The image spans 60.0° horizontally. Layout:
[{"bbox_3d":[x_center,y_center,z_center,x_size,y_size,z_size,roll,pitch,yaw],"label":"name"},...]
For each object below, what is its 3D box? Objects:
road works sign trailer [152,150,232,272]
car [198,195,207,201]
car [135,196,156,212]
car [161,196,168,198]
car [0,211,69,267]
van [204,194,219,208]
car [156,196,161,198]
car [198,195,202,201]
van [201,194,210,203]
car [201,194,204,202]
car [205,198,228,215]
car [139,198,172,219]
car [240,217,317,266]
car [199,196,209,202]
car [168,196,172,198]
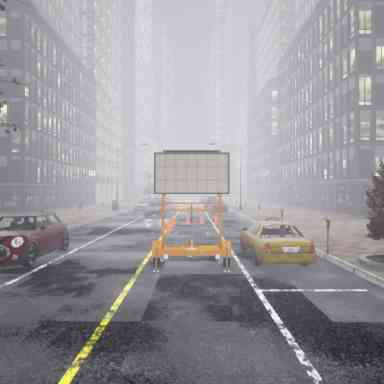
[{"bbox_3d":[-0.008,0.463,10.729,2.380,3.560,2.880,0,0,0],"label":"road works sign trailer"},{"bbox_3d":[2.634,1.514,85.150,2.008,1.369,4.403,0,0,0],"label":"car"},{"bbox_3d":[-5.719,1.516,39.452,1.752,1.417,4.829,0,0,0],"label":"car"},{"bbox_3d":[-5.730,1.423,56.698,1.967,1.590,4.097,0,0,0],"label":"car"},{"bbox_3d":[-5.702,1.439,11.162,1.967,1.590,4.097,0,0,0],"label":"car"},{"bbox_3d":[2.661,1.331,39.612,1.690,1.788,3.998,0,0,0],"label":"van"},{"bbox_3d":[-5.722,1.570,45.314,1.802,1.307,4.206,0,0,0],"label":"car"},{"bbox_3d":[2.648,1.562,62.380,1.802,1.307,4.206,0,0,0],"label":"car"},{"bbox_3d":[2.644,1.318,68.073,1.690,1.788,3.998,0,0,0],"label":"van"},{"bbox_3d":[2.658,1.428,45.305,1.967,1.590,4.097,0,0,0],"label":"car"},{"bbox_3d":[2.665,1.558,33.919,1.947,1.339,4.313,0,0,0],"label":"car"},{"bbox_3d":[-3.019,1.541,29.388,2.033,1.411,5.357,0,0,0],"label":"car"},{"bbox_3d":[2.679,1.524,11.322,1.752,1.417,4.829,0,0,0],"label":"car"},{"bbox_3d":[2.641,1.517,73.765,1.887,1.381,4.507,0,0,0],"label":"car"},{"bbox_3d":[-5.743,1.534,79.465,1.947,1.339,4.313,0,0,0],"label":"car"}]
